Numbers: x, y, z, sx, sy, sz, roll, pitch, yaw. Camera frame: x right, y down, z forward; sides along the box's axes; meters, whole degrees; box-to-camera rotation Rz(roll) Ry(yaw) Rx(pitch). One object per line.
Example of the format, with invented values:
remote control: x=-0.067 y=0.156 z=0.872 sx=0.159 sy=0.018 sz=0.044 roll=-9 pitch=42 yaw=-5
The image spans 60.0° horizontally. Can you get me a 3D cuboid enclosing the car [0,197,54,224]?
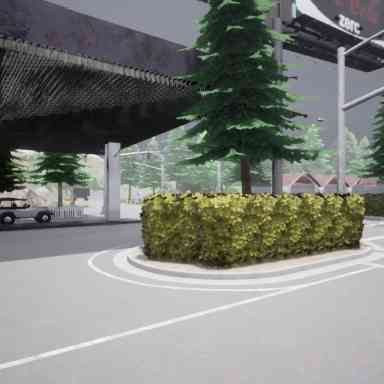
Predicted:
car: x=-11.963 y=1.313 z=23.490 sx=3.866 sy=1.878 sz=1.905 roll=0 pitch=0 yaw=-36
